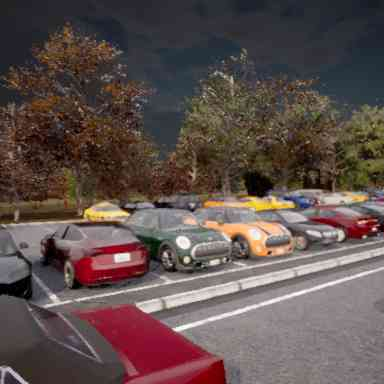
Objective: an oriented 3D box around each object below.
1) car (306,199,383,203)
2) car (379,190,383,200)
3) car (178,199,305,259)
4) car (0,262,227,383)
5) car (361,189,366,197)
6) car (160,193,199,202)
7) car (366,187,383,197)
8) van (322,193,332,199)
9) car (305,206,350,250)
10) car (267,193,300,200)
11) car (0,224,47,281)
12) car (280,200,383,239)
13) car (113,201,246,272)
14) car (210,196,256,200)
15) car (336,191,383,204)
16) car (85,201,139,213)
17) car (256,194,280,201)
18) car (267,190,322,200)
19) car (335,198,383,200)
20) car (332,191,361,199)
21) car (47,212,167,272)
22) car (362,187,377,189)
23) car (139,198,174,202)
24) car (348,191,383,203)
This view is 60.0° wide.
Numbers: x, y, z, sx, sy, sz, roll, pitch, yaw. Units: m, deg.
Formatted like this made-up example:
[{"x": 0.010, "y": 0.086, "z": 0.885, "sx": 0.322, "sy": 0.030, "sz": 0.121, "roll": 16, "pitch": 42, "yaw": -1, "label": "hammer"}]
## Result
[{"x": 8.484, "y": 1.347, "z": 17.540, "sx": 2.097, "sy": 1.535, "sz": 5.008, "roll": -1, "pitch": 1, "yaw": -35, "label": "car"}, {"x": 30.553, "y": 0.441, "z": 49.026, "sx": 2.002, "sy": 1.452, "sz": 4.674, "roll": -2, "pitch": 1, "yaw": -35, "label": "car"}, {"x": 1.616, "y": 1.355, "z": 12.762, "sx": 2.185, "sy": 1.767, "sz": 4.553, "roll": -1, "pitch": 1, "yaw": -35, "label": "car"}, {"x": -2.112, "y": 1.603, "z": 2.178, "sx": 4.718, "sy": 1.301, "sz": 1.895, "roll": 0, "pitch": 0, "yaw": -36, "label": "car"}, {"x": 19.158, "y": 0.775, "z": 41.029, "sx": 2.097, "sy": 1.535, "sz": 5.008, "roll": -2, "pitch": 1, "yaw": -35, "label": "car"}, {"x": -1.476, "y": 1.146, "z": 26.569, "sx": 2.435, "sy": 2.045, "sz": 5.566, "roll": -1, "pitch": 1, "yaw": -35, "label": "car"}, {"x": 15.296, "y": 0.894, "z": 22.364, "sx": 2.435, "sy": 2.045, "sz": 5.566, "roll": -2, "pitch": 1, "yaw": -35, "label": "car"}, {"x": 12.388, "y": 0.769, "z": 36.127, "sx": 1.878, "sy": 1.987, "sz": 4.442, "roll": -2, "pitch": 1, "yaw": -35, "label": "van"}, {"x": 3.915, "y": 1.484, "z": 14.341, "sx": 2.002, "sy": 1.452, "sz": 4.674, "roll": -1, "pitch": 1, "yaw": -35, "label": "car"}, {"x": 7.662, "y": 1.138, "z": 33.178, "sx": 1.946, "sy": 1.575, "sz": 5.366, "roll": -2, "pitch": 1, "yaw": -35, "label": "car"}, {"x": -5.186, "y": 1.566, "z": 7.912, "sx": 2.163, "sy": 1.488, "sz": 4.792, "roll": 0, "pitch": 0, "yaw": -35, "label": "car"}, {"x": 6.202, "y": 1.400, "z": 15.936, "sx": 2.097, "sy": 1.535, "sz": 5.008, "roll": -1, "pitch": 1, "yaw": -35, "label": "car"}, {"x": -0.659, "y": 1.382, "z": 11.164, "sx": 2.185, "sy": 1.767, "sz": 4.553, "roll": -1, "pitch": 0, "yaw": -35, "label": "car"}, {"x": 3.090, "y": 1.160, "z": 29.779, "sx": 2.185, "sy": 1.767, "sz": 4.553, "roll": -1, "pitch": 1, "yaw": -35, "label": "car"}, {"x": 21.436, "y": 0.702, "z": 42.630, "sx": 2.231, "sy": 1.521, "sz": 4.892, "roll": -2, "pitch": 1, "yaw": -35, "label": "car"}, {"x": -5.915, "y": 1.474, "z": 23.191, "sx": 1.946, "sy": 1.575, "sz": 5.366, "roll": -1, "pitch": 0, "yaw": -35, "label": "car"}, {"x": 5.393, "y": 1.217, "z": 31.351, "sx": 2.097, "sy": 1.535, "sz": 5.008, "roll": -2, "pitch": 1, "yaw": -35, "label": "car"}, {"x": 10.058, "y": 0.817, "z": 34.599, "sx": 2.435, "sy": 2.045, "sz": 5.566, "roll": -2, "pitch": 1, "yaw": -35, "label": "car"}, {"x": 10.779, "y": 1.316, "z": 19.122, "sx": 2.163, "sy": 1.488, "sz": 4.792, "roll": -2, "pitch": 1, "yaw": -35, "label": "car"}, {"x": 16.882, "y": 0.889, "z": 39.427, "sx": 2.002, "sy": 1.452, "sz": 4.674, "roll": -2, "pitch": 1, "yaw": -35, "label": "car"}, {"x": -2.938, "y": 1.556, "z": 9.562, "sx": 2.163, "sy": 1.488, "sz": 4.792, "roll": 0, "pitch": 0, "yaw": -35, "label": "car"}, {"x": 26.008, "y": 0.301, "z": 45.797, "sx": 2.435, "sy": 2.045, "sz": 5.566, "roll": -2, "pitch": 1, "yaw": -35, "label": "car"}, {"x": -3.742, "y": 1.441, "z": 24.950, "sx": 2.097, "sy": 1.535, "sz": 5.008, "roll": -1, "pitch": 1, "yaw": -35, "label": "car"}, {"x": 23.701, "y": 0.656, "z": 44.247, "sx": 2.163, "sy": 1.488, "sz": 4.792, "roll": -2, "pitch": 1, "yaw": -35, "label": "car"}]
